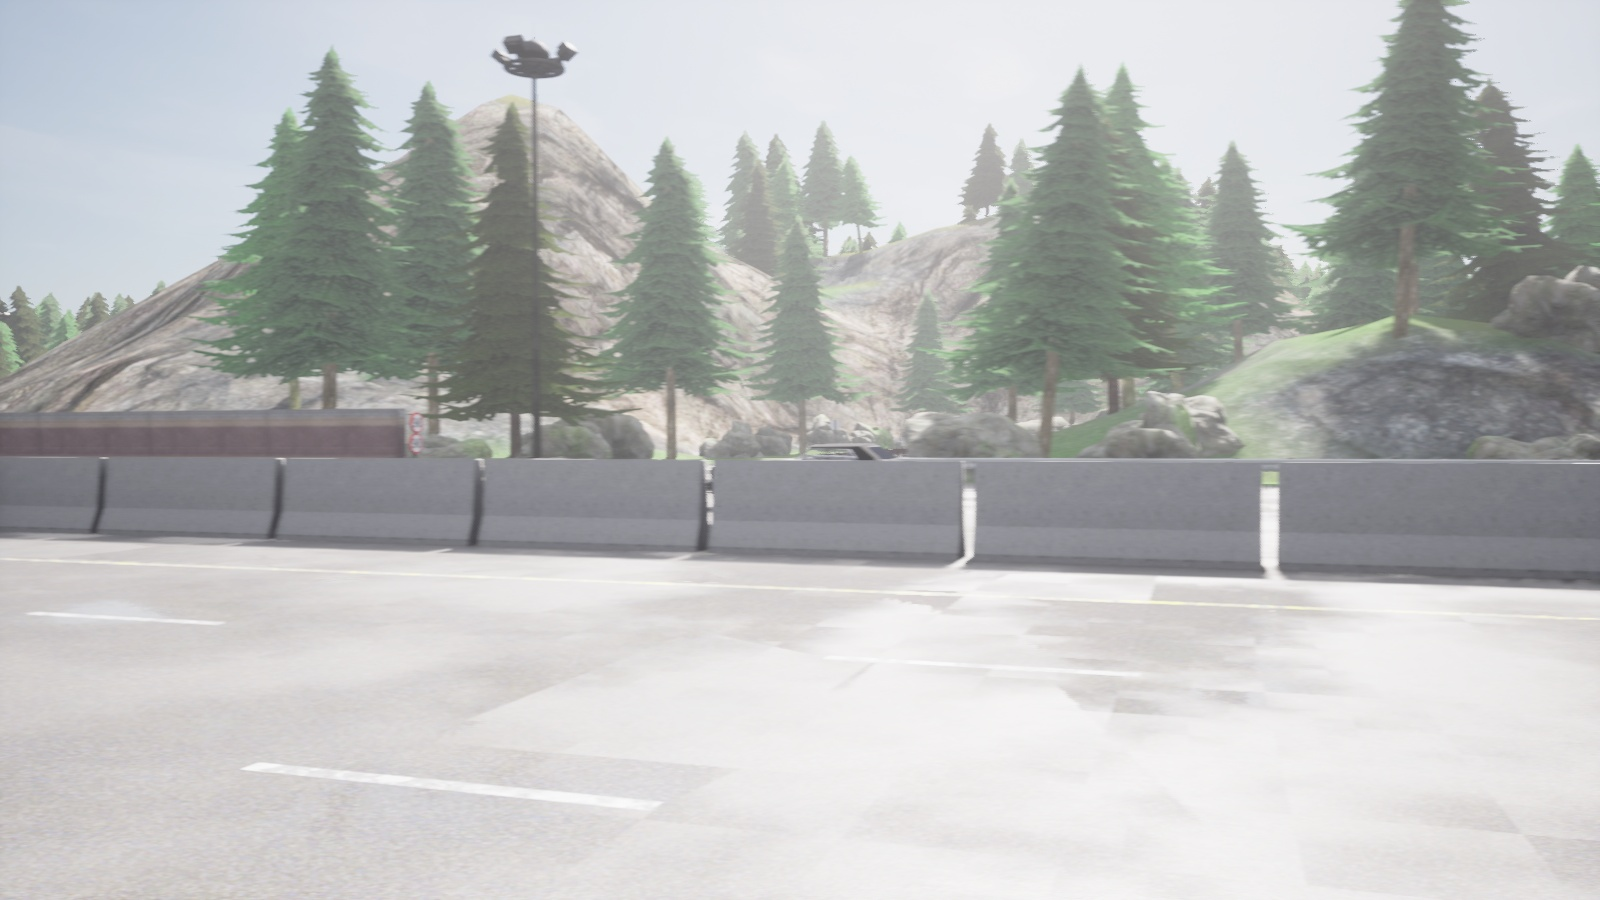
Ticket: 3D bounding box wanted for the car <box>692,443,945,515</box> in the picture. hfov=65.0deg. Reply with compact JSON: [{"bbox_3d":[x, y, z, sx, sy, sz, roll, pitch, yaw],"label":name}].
[{"bbox_3d":[0.392,0.528,25.205,4.718,1.301,1.895,0,1,18],"label":"car"}]
